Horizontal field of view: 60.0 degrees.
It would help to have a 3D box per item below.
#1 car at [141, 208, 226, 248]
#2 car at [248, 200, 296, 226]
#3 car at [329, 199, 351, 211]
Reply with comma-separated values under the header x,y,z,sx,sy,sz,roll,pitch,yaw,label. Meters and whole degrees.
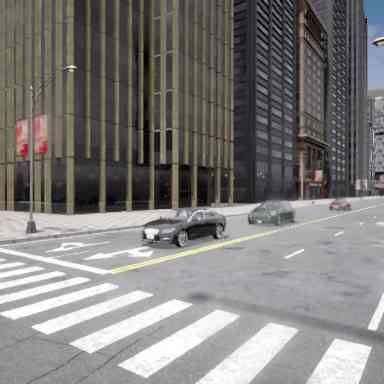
x,y,z,sx,sy,sz,roll,pitch,yaw,label
-0.225,1.498,15.152,2.128,1.511,4.902,0,0,36,car
5.694,1.373,23.415,2.097,1.767,4.553,0,0,36,car
18.203,1.567,40.769,1.812,1.442,4.674,0,0,36,car
